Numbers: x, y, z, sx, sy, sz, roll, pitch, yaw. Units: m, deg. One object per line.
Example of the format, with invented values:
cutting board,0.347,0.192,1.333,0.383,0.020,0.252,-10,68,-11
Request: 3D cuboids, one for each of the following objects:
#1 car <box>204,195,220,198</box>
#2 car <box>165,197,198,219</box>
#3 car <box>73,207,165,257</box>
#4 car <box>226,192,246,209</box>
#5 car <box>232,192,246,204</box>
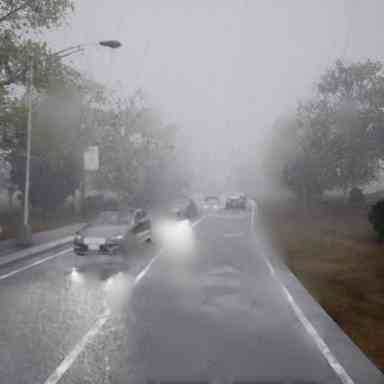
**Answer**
car,2.756,0.538,44.240,2.033,1.411,5.357,0,1,9
car,-0.775,1.132,25.413,2.128,1.511,4.902,0,1,10
car,-2.688,1.363,12.504,2.128,1.511,4.902,0,1,7
car,4.487,0.969,34.153,1.812,1.442,4.674,0,1,11
car,6.511,0.754,45.745,1.812,1.442,4.674,0,1,8
